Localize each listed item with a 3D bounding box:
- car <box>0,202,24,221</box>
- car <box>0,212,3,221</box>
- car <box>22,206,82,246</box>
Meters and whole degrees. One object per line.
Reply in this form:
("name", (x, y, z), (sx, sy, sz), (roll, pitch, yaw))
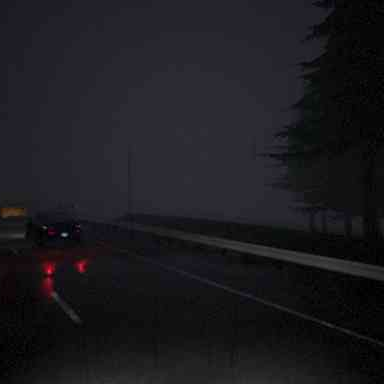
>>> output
("car", (-15.603, 1.626, 28.945), (1.882, 1.535, 5.008), (0, 0, -34))
("car", (-8.984, 1.558, 13.103), (2.128, 1.511, 4.902), (0, 0, -34))
("car", (-6.659, 1.610, 15.896), (1.812, 1.442, 4.674), (0, 0, -35))
